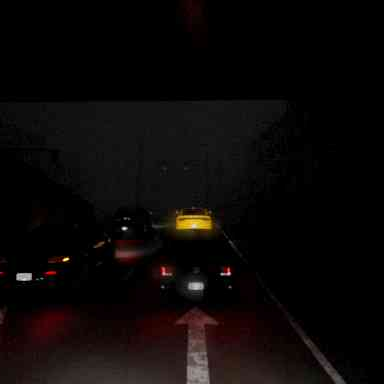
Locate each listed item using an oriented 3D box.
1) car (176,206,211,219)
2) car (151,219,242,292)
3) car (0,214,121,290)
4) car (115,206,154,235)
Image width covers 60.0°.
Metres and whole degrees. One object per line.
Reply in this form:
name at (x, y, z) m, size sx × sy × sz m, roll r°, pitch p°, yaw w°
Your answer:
car at (0.094, 1.544, 19.118) m, size 1.882 × 1.535 × 5.008 m, roll 0°, pitch 0°, yaw 0°
car at (0.092, 1.633, 8.973) m, size 1.895 × 1.301 × 4.718 m, roll 0°, pitch 0°, yaw 0°
car at (-3.412, 1.557, 9.064) m, size 1.812 × 1.442 × 4.674 m, roll 0°, pitch 0°, yaw 0°
car at (-3.407, 1.574, 19.195) m, size 1.837 × 1.490 × 4.892 m, roll 0°, pitch 0°, yaw 0°
